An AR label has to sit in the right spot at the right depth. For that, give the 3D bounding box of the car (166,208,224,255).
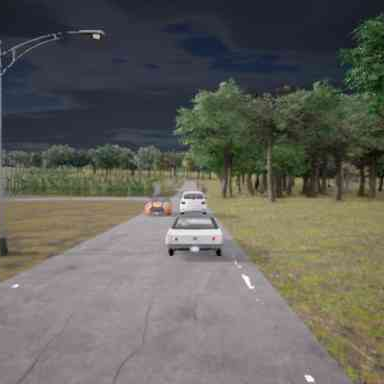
[{"bbox_3d":[0.101,1.517,12.880,1.895,1.301,4.718,0,0,0],"label":"car"}]

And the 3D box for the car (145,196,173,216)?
[{"bbox_3d":[-2.827,1.122,29.106,2.097,1.767,4.553,0,1,0],"label":"car"}]

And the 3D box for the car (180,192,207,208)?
[{"bbox_3d":[0.115,0.995,28.816,2.150,2.045,5.566,0,1,0],"label":"car"}]

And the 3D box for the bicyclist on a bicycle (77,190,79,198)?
[{"bbox_3d":[-23.400,0.338,68.226,0.582,1.620,1.656,0,1,-11],"label":"bicyclist on a bicycle"}]
